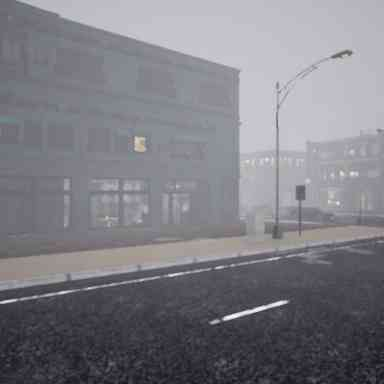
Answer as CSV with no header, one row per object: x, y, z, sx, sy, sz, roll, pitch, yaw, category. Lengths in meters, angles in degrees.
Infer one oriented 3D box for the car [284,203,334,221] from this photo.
11.620,2.076,32.434,1.947,1.339,4.313,-1,0,-36,car

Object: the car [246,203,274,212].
10.470,2.245,48.668,1.802,1.307,4.206,-1,0,-36,car

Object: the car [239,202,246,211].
7.254,2.308,53.171,1.802,1.307,4.206,-1,0,-36,car

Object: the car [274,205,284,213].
13.688,2.151,44.164,2.008,1.369,4.403,-1,0,-36,car
